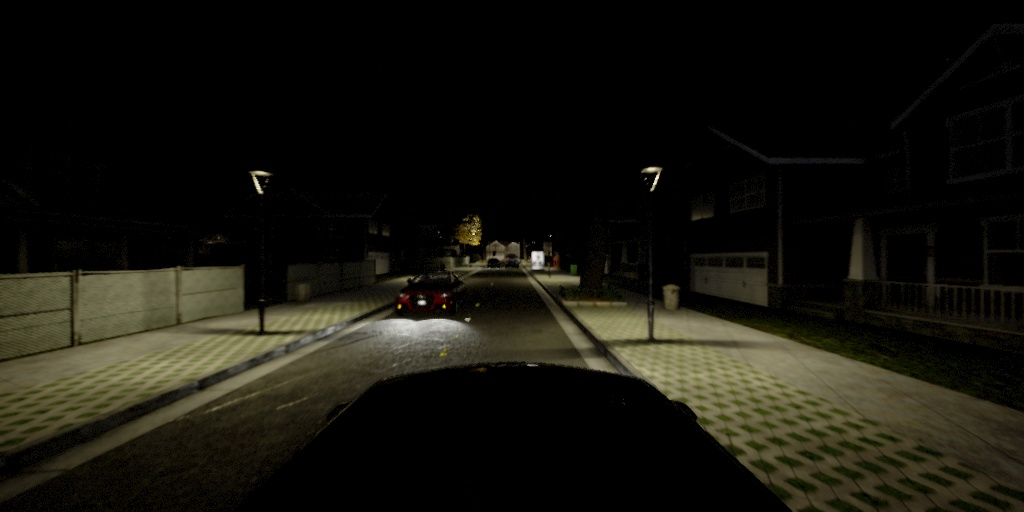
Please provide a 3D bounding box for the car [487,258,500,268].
[{"bbox_3d":[-2.820,1.059,55.427,1.837,1.490,4.892,0,0,0],"label":"car"}]

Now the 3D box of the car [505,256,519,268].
[{"bbox_3d":[0.023,1.125,53.693,1.994,1.385,4.181,0,0,1],"label":"car"}]

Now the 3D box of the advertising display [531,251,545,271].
[{"bbox_3d":[3.004,0.634,41.572,1.540,2.440,0.280,0,0,0],"label":"advertising display"}]

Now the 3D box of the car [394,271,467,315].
[{"bbox_3d":[-2.851,1.274,13.317,1.994,1.385,4.181,0,0,0],"label":"car"}]
